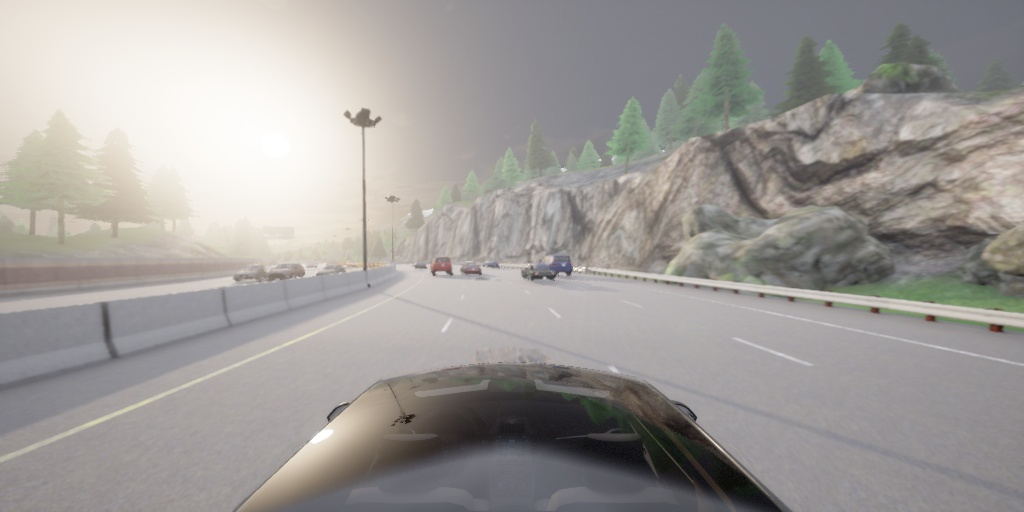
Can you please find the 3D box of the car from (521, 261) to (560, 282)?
[{"bbox_3d":[2.011,1.348,29.003,1.895,1.301,4.718,-1,0,-11],"label":"car"}]

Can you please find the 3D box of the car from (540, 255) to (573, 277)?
[{"bbox_3d":[4.100,0.943,35.234,2.150,2.045,5.566,0,0,-13],"label":"car"}]

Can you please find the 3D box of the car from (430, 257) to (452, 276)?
[{"bbox_3d":[-8.254,1.135,41.561,2.150,2.045,5.566,0,0,-16],"label":"car"}]

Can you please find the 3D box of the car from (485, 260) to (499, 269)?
[{"bbox_3d":[-3.666,1.392,61.263,1.812,1.442,4.674,0,0,-22],"label":"car"}]

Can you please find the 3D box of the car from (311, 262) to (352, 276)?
[{"bbox_3d":[-18.118,1.608,36.278,2.033,1.411,5.357,-1,0,-13],"label":"car"}]

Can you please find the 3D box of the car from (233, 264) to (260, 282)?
[{"bbox_3d":[-24.973,1.727,34.708,1.994,1.385,4.181,-1,0,-14],"label":"car"}]

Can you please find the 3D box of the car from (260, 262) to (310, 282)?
[{"bbox_3d":[-21.136,1.455,33.650,2.097,1.767,4.553,-1,0,-13],"label":"car"}]

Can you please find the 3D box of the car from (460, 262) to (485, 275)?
[{"bbox_3d":[-4.780,1.427,41.322,1.994,1.385,4.181,-1,0,-15],"label":"car"}]
